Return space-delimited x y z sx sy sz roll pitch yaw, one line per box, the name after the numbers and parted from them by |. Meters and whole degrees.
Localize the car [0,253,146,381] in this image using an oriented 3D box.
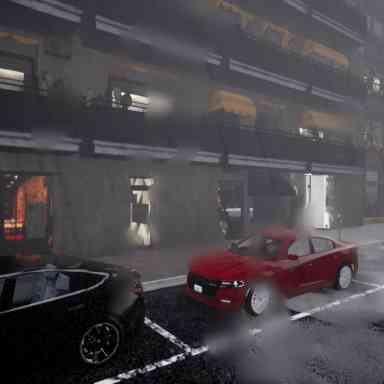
-2.673 1.566 4.184 4.313 1.339 1.947 0 1 -35 | car

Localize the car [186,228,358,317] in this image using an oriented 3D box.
1.944 1.546 7.476 4.507 1.381 1.887 0 1 -35 | car
